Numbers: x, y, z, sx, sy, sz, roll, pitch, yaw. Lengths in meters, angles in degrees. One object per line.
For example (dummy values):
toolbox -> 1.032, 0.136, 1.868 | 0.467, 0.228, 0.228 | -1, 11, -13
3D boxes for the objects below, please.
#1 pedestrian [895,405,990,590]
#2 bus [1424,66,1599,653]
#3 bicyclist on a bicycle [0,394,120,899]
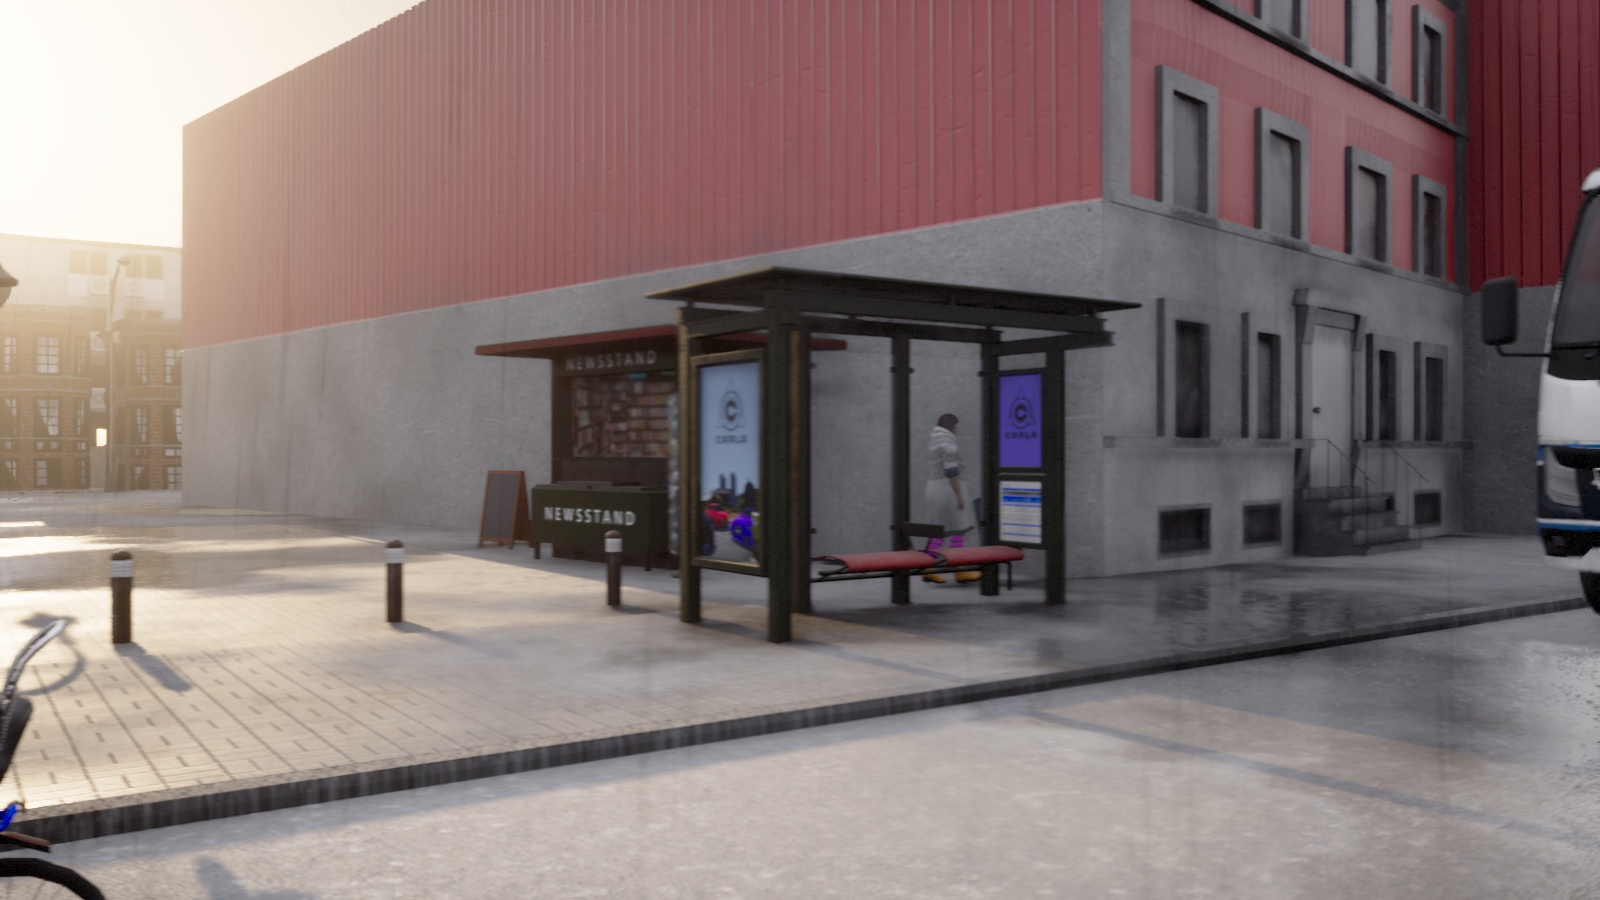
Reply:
pedestrian -> 1.534, 0.498, 13.593 | 0.873, 1.952, 0.659 | 0, 0, -9
bus -> 10.388, -0.671, 11.514 | 10.273, 4.253, 3.944 | 0, 0, -35
bicyclist on a bicycle -> -2.336, 0.695, 2.637 | 1.509, 1.612, 0.866 | 0, 0, -35
